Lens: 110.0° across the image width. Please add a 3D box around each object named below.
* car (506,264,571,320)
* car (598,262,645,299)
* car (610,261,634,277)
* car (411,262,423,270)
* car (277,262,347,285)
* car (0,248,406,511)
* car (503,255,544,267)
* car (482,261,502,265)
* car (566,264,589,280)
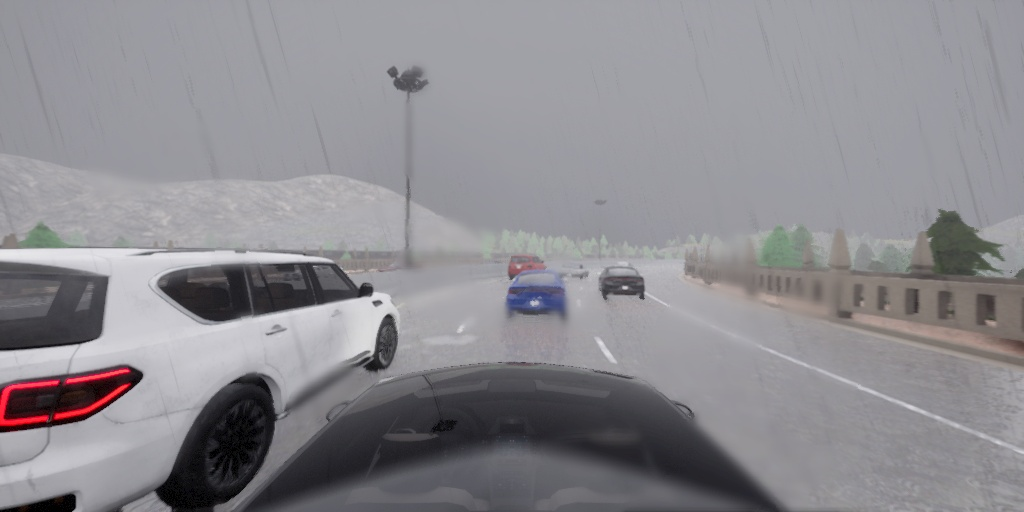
[{"bbox_3d":[0.992,1.221,12.755,1.882,1.535,5.008,0,0,7],"label":"car"},{"bbox_3d":[5.422,1.233,18.109,1.882,1.535,5.008,0,0,11],"label":"car"},{"bbox_3d":[11.259,1.286,36.360,1.812,1.442,4.674,0,0,24],"label":"car"},{"bbox_3d":[-9.537,1.162,30.919,1.882,1.535,5.008,0,0,17],"label":"car"},{"bbox_3d":[-14.423,1.196,26.247,1.812,1.442,4.674,0,0,14],"label":"car"},{"bbox_3d":[-3.262,0.956,4.509,2.150,2.045,5.566,0,0,2],"label":"car"},{"bbox_3d":[1.336,0.949,30.111,2.150,2.045,5.566,0,0,18],"label":"car"},{"bbox_3d":[-2.237,1.251,40.839,2.033,1.411,5.357,0,0,24],"label":"car"},{"bbox_3d":[5.613,1.344,31.767,1.895,1.301,4.718,0,0,20],"label":"car"}]
